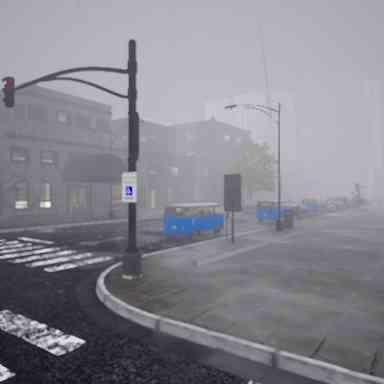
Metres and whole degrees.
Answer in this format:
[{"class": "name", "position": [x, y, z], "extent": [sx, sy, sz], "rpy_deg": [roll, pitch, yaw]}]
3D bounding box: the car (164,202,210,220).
[{"class": "car", "position": [-0.383, 1.675, 31.170], "extent": [1.752, 1.417, 4.829], "rpy_deg": [0, 0, 35]}]

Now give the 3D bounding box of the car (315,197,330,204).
[{"class": "car", "position": [28.214, 1.850, 71.813], "extent": [1.752, 1.417, 4.829], "rpy_deg": [0, 0, 35]}]

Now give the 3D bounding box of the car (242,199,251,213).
[{"class": "car", "position": [6.070, 1.624, 40.342], "extent": [1.967, 1.590, 4.097], "rpy_deg": [0, 0, 35]}]

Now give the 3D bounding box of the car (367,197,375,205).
[{"class": "car", "position": [35.156, 1.878, 67.115], "extent": [1.887, 1.381, 4.507], "rpy_deg": [0, 0, 35]}]

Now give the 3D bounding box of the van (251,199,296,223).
[{"class": "van", "position": [6.558, 1.500, 26.473], "extent": [1.690, 1.788, 3.998], "rpy_deg": [0, 0, 35]}]

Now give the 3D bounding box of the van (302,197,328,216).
[{"class": "van", "position": [12.913, 1.534, 35.505], "extent": [1.690, 1.788, 3.998], "rpy_deg": [0, 0, 35]}]

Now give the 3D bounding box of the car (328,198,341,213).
[{"class": "car", "position": [16.189, 1.737, 40.159], "extent": [1.752, 1.417, 4.829], "rpy_deg": [0, 0, 35]}]

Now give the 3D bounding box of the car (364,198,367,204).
[{"class": "car", "position": [28.899, 1.815, 58.223], "extent": [1.752, 1.417, 4.829], "rpy_deg": [0, 0, 35]}]

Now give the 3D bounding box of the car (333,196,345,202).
[{"class": "car", "position": [37.844, 1.835, 85.500], "extent": [1.967, 1.590, 4.097], "rpy_deg": [0, 0, 35]}]

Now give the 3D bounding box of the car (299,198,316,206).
[{"class": "car", "position": [21.957, 1.826, 62.920], "extent": [1.887, 1.381, 4.507], "rpy_deg": [0, 0, 35]}]

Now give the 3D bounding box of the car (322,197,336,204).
[{"class": "car", "position": [31.489, 1.914, 76.468], "extent": [1.947, 1.339, 4.313], "rpy_deg": [0, 0, 35]}]

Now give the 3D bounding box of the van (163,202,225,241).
[{"class": "van", "position": [0.203, 1.470, 17.441], "extent": [1.690, 1.788, 3.998], "rpy_deg": [0, 0, 35]}]

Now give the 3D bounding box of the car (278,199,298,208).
[{"class": "car", "position": [15.602, 1.785, 53.889], "extent": [1.887, 1.381, 4.507], "rpy_deg": [0, 0, 35]}]

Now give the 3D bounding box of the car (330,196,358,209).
[{"class": "car", "position": [22.446, 1.563, 49.053], "extent": [2.192, 1.841, 5.009], "rpy_deg": [0, 0, 35]}]

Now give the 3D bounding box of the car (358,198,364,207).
[{"class": "car", "position": [25.623, 1.583, 53.569], "extent": [2.192, 1.841, 5.009], "rpy_deg": [0, 0, 35]}]

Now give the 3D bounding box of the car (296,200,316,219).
[{"class": "car", "position": [9.735, 1.720, 30.987], "extent": [1.887, 1.381, 4.507], "rpy_deg": [0, 0, 35]}]

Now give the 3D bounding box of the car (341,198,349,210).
[{"class": "car", "position": [19.268, 1.795, 44.535], "extent": [1.947, 1.339, 4.313], "rpy_deg": [0, 0, 35]}]

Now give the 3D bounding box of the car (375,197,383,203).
[{"class": "car", "position": [44.689, 1.969, 80.663], "extent": [1.947, 1.339, 4.313], "rpy_deg": [0, 0, 35]}]

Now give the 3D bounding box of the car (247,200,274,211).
[{"class": "car", "position": [9.247, 1.747, 44.858], "extent": [1.887, 1.381, 4.507], "rpy_deg": [0, 0, 35]}]
